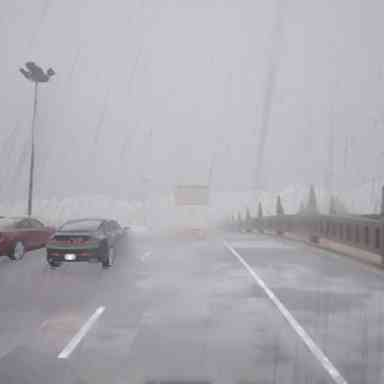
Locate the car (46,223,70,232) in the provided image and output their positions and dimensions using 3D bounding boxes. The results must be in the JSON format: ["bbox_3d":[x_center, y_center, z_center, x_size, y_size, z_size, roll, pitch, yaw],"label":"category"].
[{"bbox_3d":[-21.072,5.620,52.564,1.994,1.385,4.181,0,-6,1],"label":"car"}]

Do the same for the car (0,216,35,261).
[{"bbox_3d":[-6.905,1.671,12.945,1.882,1.535,5.008,0,-2,0],"label":"car"}]

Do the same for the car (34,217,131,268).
[{"bbox_3d":[-3.404,1.648,11.717,1.837,1.490,4.892,0,-2,0],"label":"car"}]

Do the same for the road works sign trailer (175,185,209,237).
[{"bbox_3d":[-0.008,1.334,23.523,2.380,3.560,2.880,0,-5,0],"label":"road works sign trailer"}]
